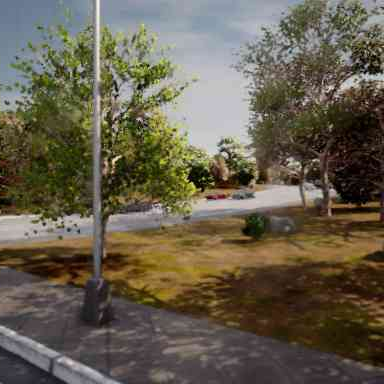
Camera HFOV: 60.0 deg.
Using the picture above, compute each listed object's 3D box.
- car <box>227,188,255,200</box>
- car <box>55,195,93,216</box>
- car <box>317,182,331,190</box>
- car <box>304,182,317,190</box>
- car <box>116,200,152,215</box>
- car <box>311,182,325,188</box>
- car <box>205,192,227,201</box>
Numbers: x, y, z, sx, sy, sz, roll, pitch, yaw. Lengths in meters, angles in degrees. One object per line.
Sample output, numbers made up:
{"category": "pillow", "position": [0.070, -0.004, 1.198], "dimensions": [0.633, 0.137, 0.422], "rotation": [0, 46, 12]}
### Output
{"category": "car", "position": [8.032, 0.265, 52.217], "dimensions": [2.097, 1.767, 4.553], "rotation": [0, 3, 39]}
{"category": "car", "position": [-11.010, 1.249, 33.882], "dimensions": [2.150, 2.045, 5.566], "rotation": [0, 1, 38]}
{"category": "car", "position": [31.547, -1.217, 78.938], "dimensions": [1.895, 1.301, 4.718], "rotation": [0, 3, 13]}
{"category": "car", "position": [28.006, -1.232, 79.235], "dimensions": [1.812, 1.442, 4.674], "rotation": [0, 3, 13]}
{"category": "car", "position": [-6.503, 1.479, 33.935], "dimensions": [2.033, 1.411, 5.357], "rotation": [0, 1, 38]}
{"category": "car", "position": [33.617, -1.864, 88.751], "dimensions": [2.128, 1.511, 4.902], "rotation": [0, 3, 3]}
{"category": "car", "position": [4.005, 0.640, 52.789], "dimensions": [1.895, 1.301, 4.718], "rotation": [0, 3, 39]}
